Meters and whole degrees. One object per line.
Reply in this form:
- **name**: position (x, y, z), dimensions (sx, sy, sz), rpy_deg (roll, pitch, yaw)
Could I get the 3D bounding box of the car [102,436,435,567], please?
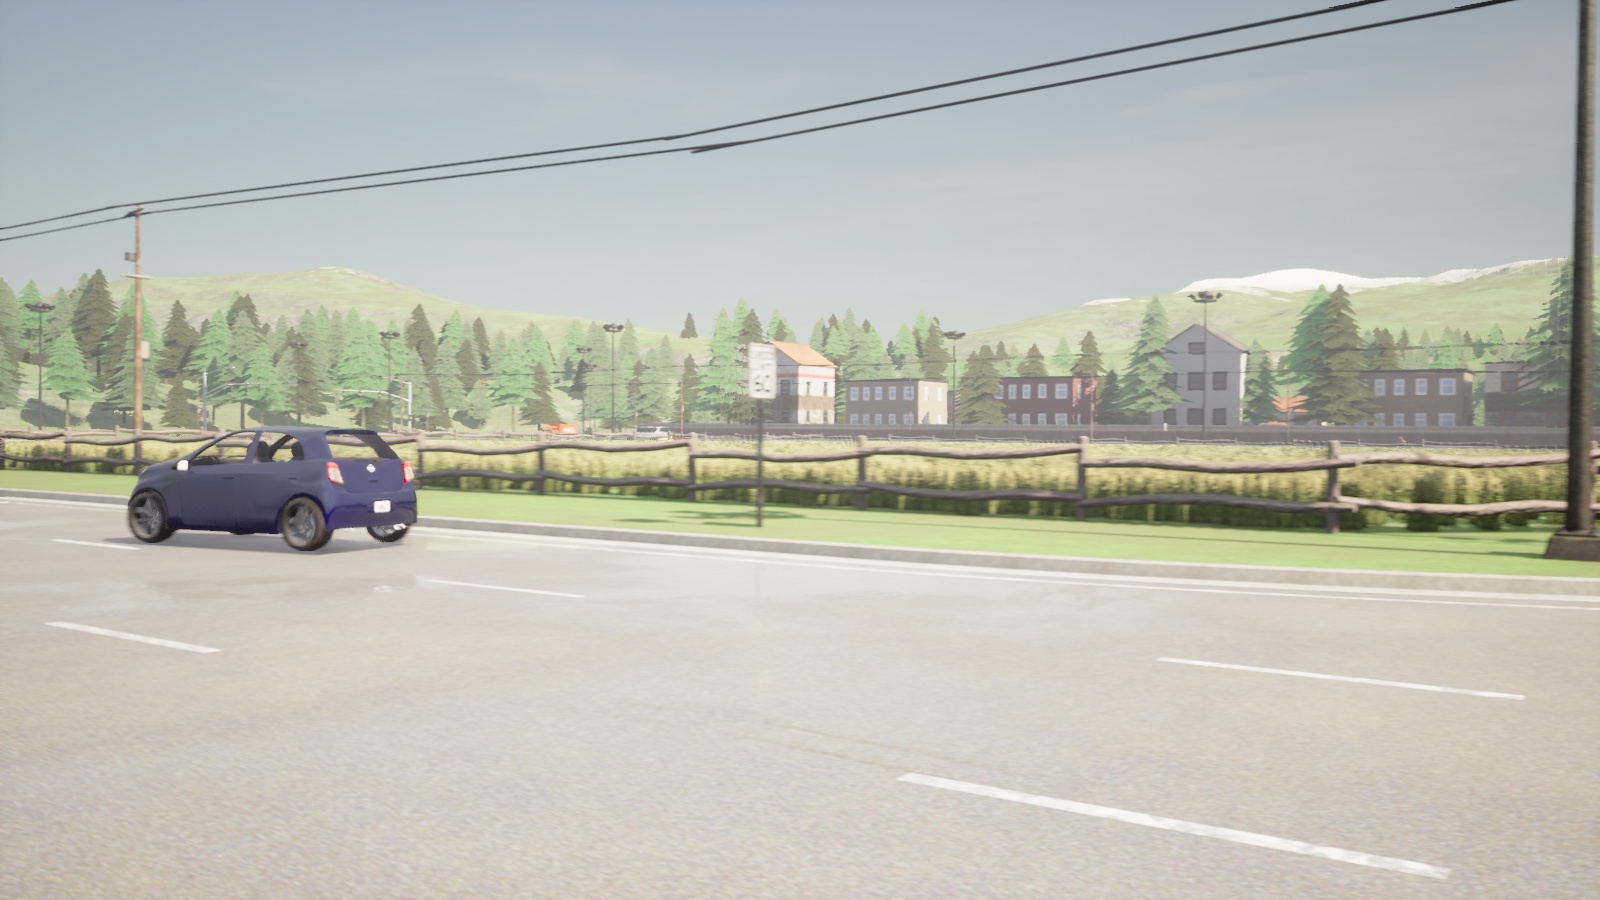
- **car**: position (-6.724, 0.595, 15.938), dimensions (3.633, 1.501, 1.845), rpy_deg (0, 0, 22)
